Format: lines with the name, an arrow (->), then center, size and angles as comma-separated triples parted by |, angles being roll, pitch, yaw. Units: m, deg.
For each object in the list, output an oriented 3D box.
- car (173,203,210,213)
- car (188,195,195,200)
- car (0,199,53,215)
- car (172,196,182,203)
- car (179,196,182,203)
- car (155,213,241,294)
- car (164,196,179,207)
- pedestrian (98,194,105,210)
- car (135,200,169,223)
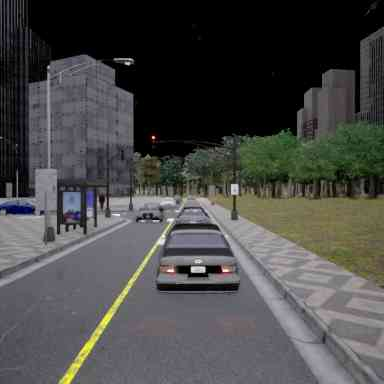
car -> 0.071, 1.554, 19.217 | 1.994, 1.385, 4.181 | 0, 0, 0
car -> -0.153, 1.470, 86.414 | 1.895, 1.301, 4.718 | 0, 0, 0
car -> -15.658, 1.426, 31.180 | 5.008, 1.535, 1.882 | 0, 0, 0
car -> -3.079, 1.465, 69.681 | 1.994, 1.385, 4.181 | 0, 0, 0
car -> -3.122, 1.535, 58.311 | 1.895, 1.301, 4.718 | 0, 0, 0
car -> 0.094, 1.545, 8.939 | 2.033, 1.411, 5.357 | 0, 0, -1
car -> -3.129, 1.481, 45.174 | 1.812, 1.442, 4.674 | 0, 0, 0
pedestrian -> -10.108, 1.051, 37.285 | 0.375, 1.860, 0.375 | 0, 0, 1
car -> -3.118, 1.548, 25.544 | 1.994, 1.385, 4.181 | 0, 0, 0
